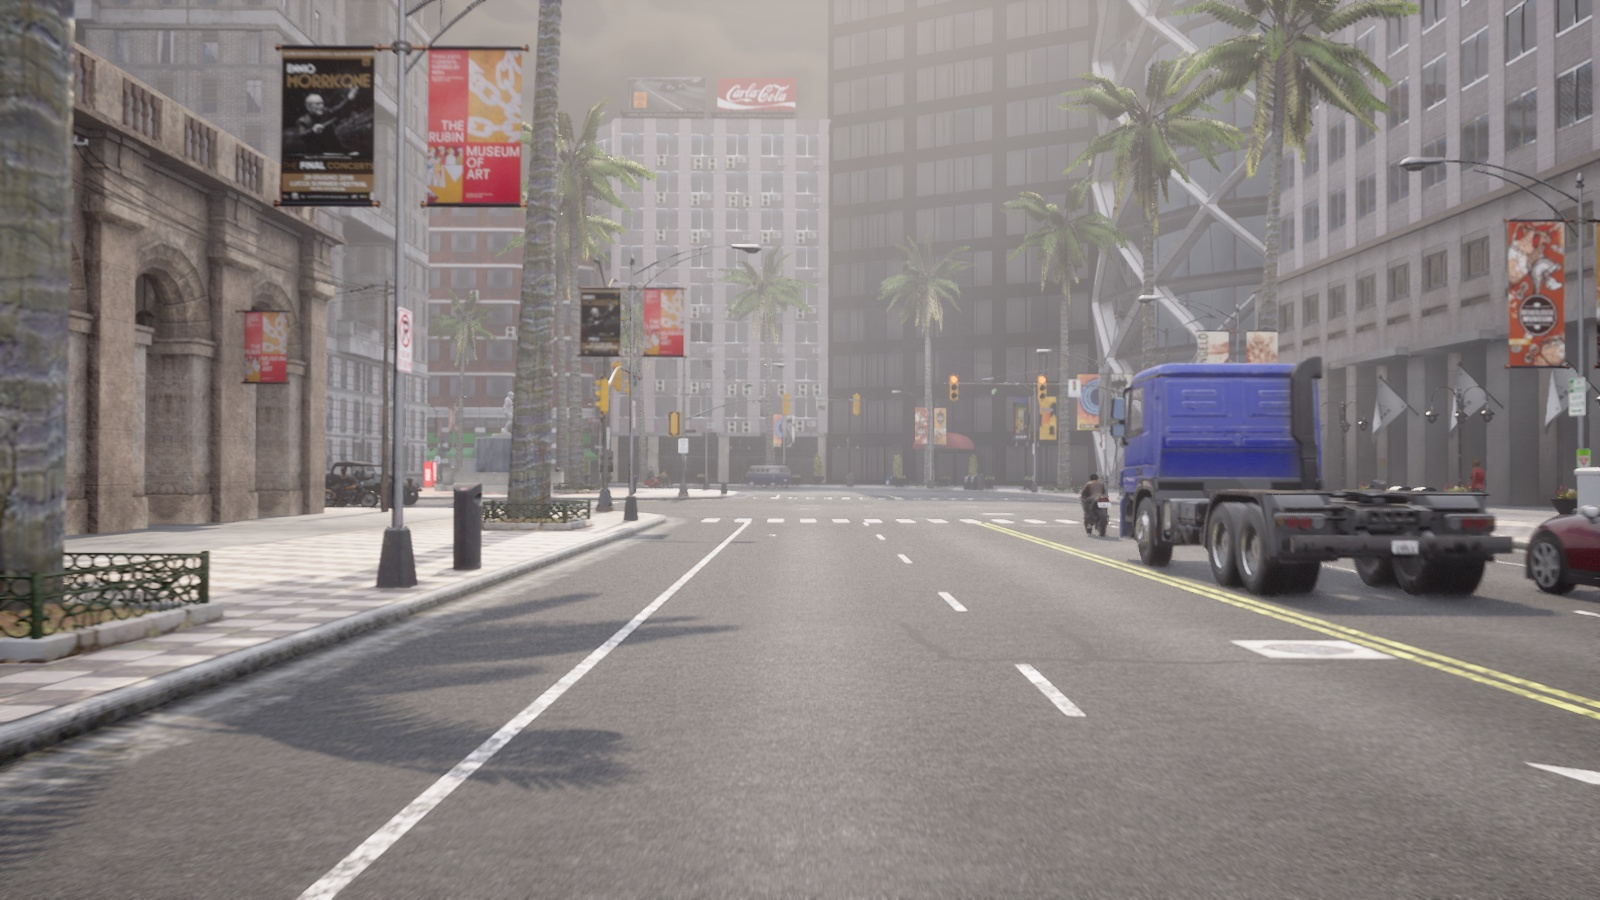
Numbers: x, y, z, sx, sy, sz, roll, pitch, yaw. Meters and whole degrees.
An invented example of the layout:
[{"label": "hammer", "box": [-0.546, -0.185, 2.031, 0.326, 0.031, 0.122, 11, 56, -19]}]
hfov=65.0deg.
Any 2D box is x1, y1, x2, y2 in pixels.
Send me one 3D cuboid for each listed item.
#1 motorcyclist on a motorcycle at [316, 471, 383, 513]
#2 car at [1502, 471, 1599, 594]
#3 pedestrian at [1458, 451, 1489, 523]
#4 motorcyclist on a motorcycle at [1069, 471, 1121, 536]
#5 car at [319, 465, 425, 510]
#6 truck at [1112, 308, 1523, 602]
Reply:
[{"label": "motorcyclist on a motorcycle", "box": [-17.856, 1.670, 49.816, 2.350, 1.649, 0.766, 0, -1, 0]}, {"label": "car", "box": [10.588, 0.994, 15.277, 1.970, 1.475, 3.806, 0, -1, 0]}, {"label": "pedestrian", "box": [17.346, 0.944, 32.354, 0.331, 1.846, 0.636, 0, -1, -13]}, {"label": "motorcyclist on a motorcycle", "box": [7.179, 1.281, 30.651, 0.797, 1.523, 2.044, 0, -1, 0]}, {"label": "car", "box": [-18.122, 1.575, 53.318, 3.866, 1.878, 1.905, 0, -1, 0]}, {"label": "truck", "box": [7.106, 0.119, 18.819, 2.891, 3.462, 7.936, 0, -1, 0]}]
